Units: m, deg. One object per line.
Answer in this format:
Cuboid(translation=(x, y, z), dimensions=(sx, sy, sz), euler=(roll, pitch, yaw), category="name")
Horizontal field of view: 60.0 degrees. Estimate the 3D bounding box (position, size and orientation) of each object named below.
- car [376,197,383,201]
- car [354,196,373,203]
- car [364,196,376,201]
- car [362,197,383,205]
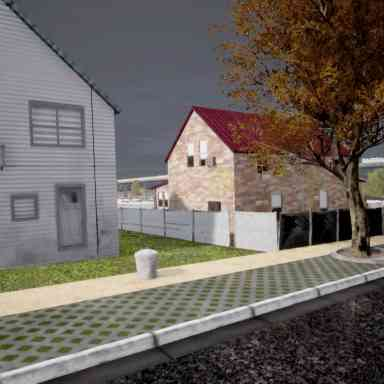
Cuboid(translation=(31.882, 1.626, 57.290), dimensions=(2.097, 1.767, 4.553), euler=(-2, 0, 1), category="car")
Cuboid(translation=(38.574, 1.585, 74.944), dimensions=(1.837, 1.490, 4.892), euler=(-2, 0, 0), category="car")
Cuboid(translation=(28.617, 1.608, 57.270), dimensions=(2.150, 2.045, 5.566), euler=(-2, -1, 1), category="car")
Cuboid(translation=(35.241, 1.740, 64.551), dimensions=(2.128, 1.511, 4.902), euler=(-2, 0, 0), category="car")
